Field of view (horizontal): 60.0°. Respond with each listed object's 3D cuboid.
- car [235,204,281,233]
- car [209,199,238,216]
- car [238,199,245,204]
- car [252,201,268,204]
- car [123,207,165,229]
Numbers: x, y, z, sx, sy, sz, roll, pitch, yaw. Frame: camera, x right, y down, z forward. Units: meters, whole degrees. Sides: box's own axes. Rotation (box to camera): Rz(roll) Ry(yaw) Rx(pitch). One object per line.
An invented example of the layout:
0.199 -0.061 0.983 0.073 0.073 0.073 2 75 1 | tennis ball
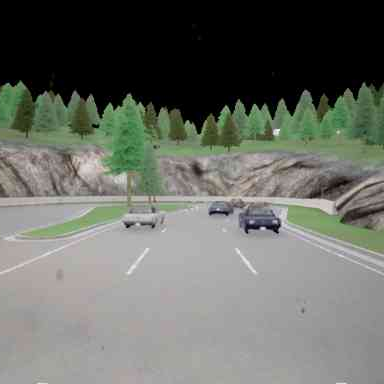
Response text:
3.827 1.601 19.573 1.895 1.301 4.718 0 0 3 | car
2.969 1.564 32.786 1.994 1.385 4.181 0 0 15 | car
5.813 1.547 43.181 2.033 1.411 5.357 0 0 14 | car
7.185 1.601 35.077 1.895 1.301 4.718 0 0 16 | car
-3.010 1.601 21.865 1.895 1.301 4.718 0 0 4 | car
